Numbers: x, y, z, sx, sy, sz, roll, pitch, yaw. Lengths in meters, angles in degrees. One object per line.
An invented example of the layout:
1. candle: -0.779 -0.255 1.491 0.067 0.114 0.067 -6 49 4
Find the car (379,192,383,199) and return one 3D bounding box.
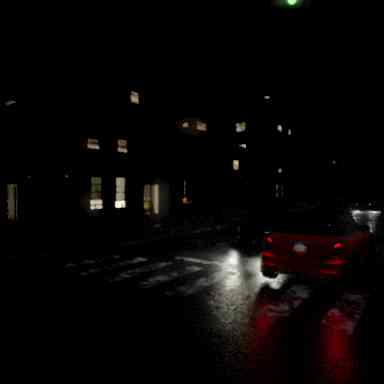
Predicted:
1. car: 46.162 0.867 79.549 1.967 1.590 4.097 0 0 35

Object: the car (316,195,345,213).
1. car: 14.382 1.185 34.397 1.967 1.590 4.097 0 0 35

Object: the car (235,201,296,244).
1. car: 3.718 1.373 14.750 1.882 1.535 5.008 0 0 36

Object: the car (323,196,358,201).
1. car: 10.051 1.312 23.738 2.128 1.511 4.902 0 0 35

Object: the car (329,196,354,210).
1. car: 17.560 1.255 38.912 1.887 1.381 4.507 0 0 35

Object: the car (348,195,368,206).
1. car: 23.916 1.187 47.942 1.887 1.381 4.507 0 0 35

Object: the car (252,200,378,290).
1. car: 3.680 1.280 9.303 2.097 1.767 4.553 0 0 35

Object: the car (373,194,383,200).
1. car: 39.806 1.052 70.519 1.947 1.339 4.313 0 0 35

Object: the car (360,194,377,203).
1. car: 30.272 1.122 56.973 1.887 1.381 4.507 0 0 35

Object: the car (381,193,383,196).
1. car: 36.530 1.042 65.864 1.752 1.417 4.829 0 0 35

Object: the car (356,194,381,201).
1. car: 19.422 1.222 36.991 1.837 1.490 4.892 0 0 36

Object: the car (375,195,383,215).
1. car: 18.195 1.306 29.925 2.033 1.411 5.357 0 0 35
